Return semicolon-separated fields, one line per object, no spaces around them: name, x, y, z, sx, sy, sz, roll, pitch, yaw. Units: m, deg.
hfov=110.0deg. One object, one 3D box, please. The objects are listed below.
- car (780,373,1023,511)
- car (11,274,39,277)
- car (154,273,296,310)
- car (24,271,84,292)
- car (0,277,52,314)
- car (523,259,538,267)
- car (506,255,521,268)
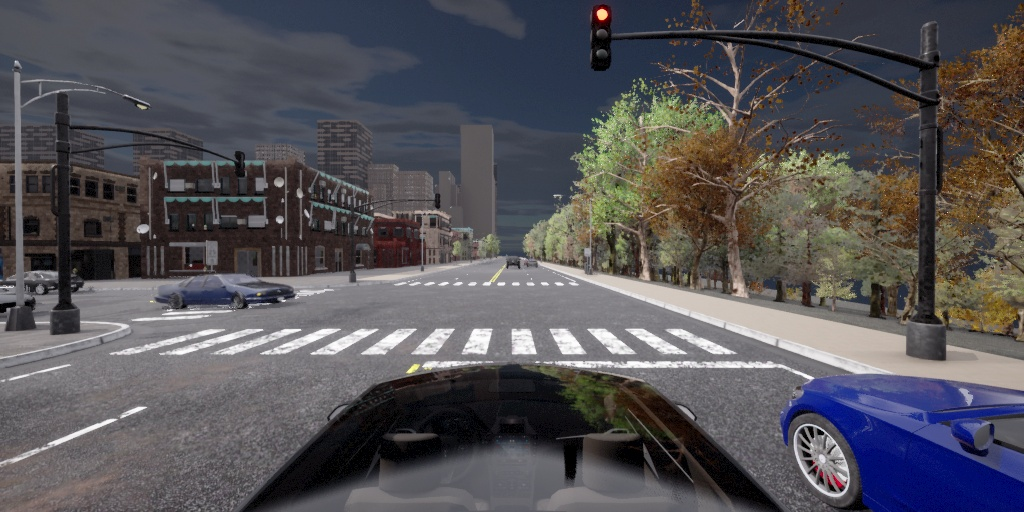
car;3.346;1.276;1.351;1.812;1.442;4.674;0;0;2
car;-24.192;1.622;15.513;4.718;1.301;1.895;-1;1;0
car;-11.827;1.400;14.814;5.357;1.411;2.033;-2;0;11
car;-28.242;1.560;21.321;4.403;1.370;2.007;0;0;0
car;-19.926;1.565;12.792;4.313;1.339;1.948;0;0;0
car;3.468;1.217;62.843;2.128;1.511;4.902;0;0;0
car;0.211;0.946;58.902;2.150;2.045;5.566;0;-1;0
